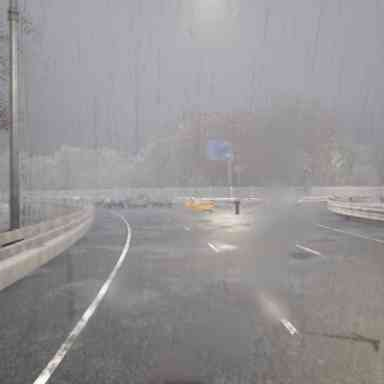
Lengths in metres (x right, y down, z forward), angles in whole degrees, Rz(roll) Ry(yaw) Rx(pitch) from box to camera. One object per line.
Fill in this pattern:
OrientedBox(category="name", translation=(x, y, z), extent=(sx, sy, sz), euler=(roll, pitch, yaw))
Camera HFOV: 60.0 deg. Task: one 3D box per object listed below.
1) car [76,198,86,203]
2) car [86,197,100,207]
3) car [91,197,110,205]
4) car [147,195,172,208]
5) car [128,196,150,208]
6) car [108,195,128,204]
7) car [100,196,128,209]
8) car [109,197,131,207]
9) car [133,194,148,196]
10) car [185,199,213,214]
OrientedBox(category="car", translation=(-20.588, 1.745, 62.454), extent=(1.994, 1.385, 4.181), euler=(0, 0, -39))
OrientedBox(category="car", translation=(-15.183, 1.634, 54.282), extent=(1.837, 1.490, 4.892), euler=(0, 0, -33))
OrientedBox(category="car", translation=(-17.757, 1.677, 64.512), extent=(1.812, 1.442, 4.674), euler=(0, 0, -39))
OrientedBox(category="car", translation=(-4.516, 1.548, 49.329), extent=(2.128, 1.511, 4.902), euler=(0, 0, -26))
OrientedBox(category="car", translation=(-8.061, 1.643, 48.620), extent=(1.994, 1.385, 4.181), euler=(0, 0, -26))
OrientedBox(category="car", translation=(-14.928, 1.480, 66.570), extent=(1.882, 1.535, 5.008), euler=(0, 0, -39))
OrientedBox(category="car", translation=(-11.008, 1.450, 46.657), extent=(2.097, 1.767, 4.553), euler=(0, 0, -26))
OrientedBox(category="car", translation=(-12.172, 1.588, 56.065), extent=(1.882, 1.535, 5.008), euler=(0, 0, -33))
OrientedBox(category="car", translation=(-9.232, 1.313, 57.969), extent=(2.150, 2.045, 5.566), euler=(0, 0, -33))
OrientedBox(category="car", translation=(0.696, 1.493, 36.456), extent=(1.882, 1.535, 5.008), euler=(0, 0, -19))
